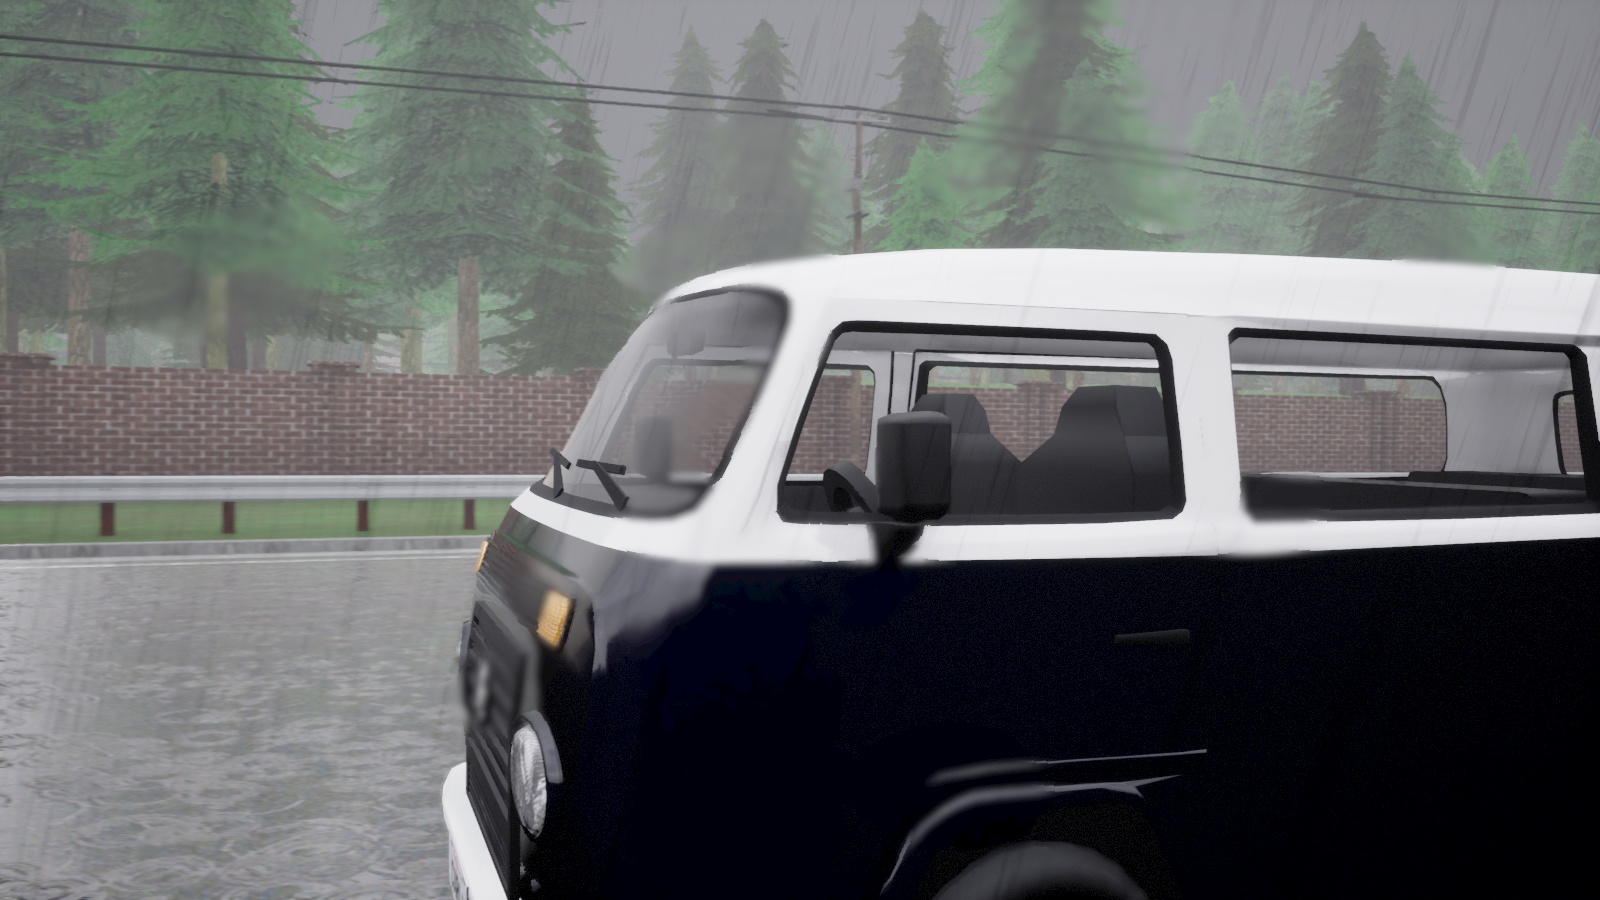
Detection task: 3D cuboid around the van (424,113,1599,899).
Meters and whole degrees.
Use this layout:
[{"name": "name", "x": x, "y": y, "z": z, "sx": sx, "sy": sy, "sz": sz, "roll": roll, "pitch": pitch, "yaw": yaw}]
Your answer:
[{"name": "van", "x": 1.308, "y": 0.447, "z": 3.733, "sx": 4.480, "sy": 2.038, "sz": 2.069, "roll": -1, "pitch": 1, "yaw": -21}]
